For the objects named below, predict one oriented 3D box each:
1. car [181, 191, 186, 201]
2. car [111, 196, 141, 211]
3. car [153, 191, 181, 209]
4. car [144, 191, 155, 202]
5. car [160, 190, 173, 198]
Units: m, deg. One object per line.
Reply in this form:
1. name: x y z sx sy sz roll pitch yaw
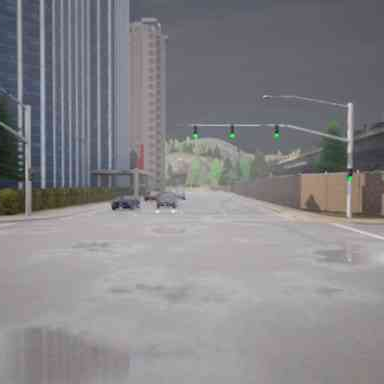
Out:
1. car: -1.952 0.583 51.529 1.812 1.442 4.674 0 1 2
2. car: -6.101 1.029 30.955 1.895 1.301 4.718 0 1 2
3. car: -2.502 0.876 34.096 1.837 1.490 4.892 0 2 2
4. car: -5.599 0.609 47.354 1.882 1.535 5.008 0 1 2
5. car: -4.998 0.411 65.224 2.033 1.411 5.357 0 1 2
